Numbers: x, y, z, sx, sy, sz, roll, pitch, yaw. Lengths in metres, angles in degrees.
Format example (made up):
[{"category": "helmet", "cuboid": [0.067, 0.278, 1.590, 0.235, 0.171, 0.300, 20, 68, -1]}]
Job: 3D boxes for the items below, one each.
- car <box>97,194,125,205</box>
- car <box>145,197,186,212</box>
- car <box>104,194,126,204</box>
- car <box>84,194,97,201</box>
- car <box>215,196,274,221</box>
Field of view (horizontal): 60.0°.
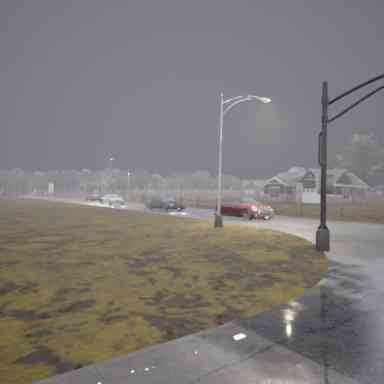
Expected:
[{"category": "car", "cuboid": [-10.670, 1.011, 44.460, 1.812, 1.442, 4.674, 2, -1, -35]}, {"category": "car", "cuboid": [-2.790, 1.166, 33.353, 2.033, 1.411, 5.357, 2, 0, -36]}, {"category": "car", "cuboid": [-12.365, 1.081, 53.019, 1.994, 1.385, 4.181, 2, -1, -35]}, {"category": "car", "cuboid": [-18.165, 1.001, 61.169, 2.033, 1.411, 5.357, 2, -1, -35]}, {"category": "car", "cuboid": [3.745, 1.102, 24.188, 2.097, 1.767, 4.553, 2, 0, -35]}]
